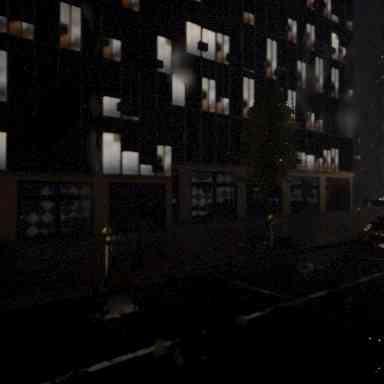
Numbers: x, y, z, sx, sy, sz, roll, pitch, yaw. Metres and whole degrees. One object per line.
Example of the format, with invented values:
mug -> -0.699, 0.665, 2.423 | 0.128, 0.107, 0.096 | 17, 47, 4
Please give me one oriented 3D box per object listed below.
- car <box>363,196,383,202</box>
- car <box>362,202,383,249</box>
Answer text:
car -> 23.793, 1.192, 41.513 | 2.008, 1.369, 4.403 | 0, 0, -35
car -> 8.202, 1.307, 12.585 | 4.097, 1.590, 1.967 | -1, 1, -36
